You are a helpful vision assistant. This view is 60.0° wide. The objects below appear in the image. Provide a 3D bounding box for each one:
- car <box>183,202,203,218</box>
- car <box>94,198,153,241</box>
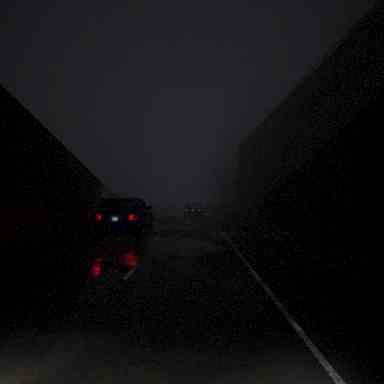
[{"bbox_3d":[0.105,1.693,32.162,2.033,1.411,5.357,0,0,0],"label":"car"},{"bbox_3d":[-3.387,1.300,17.346,2.150,2.045,5.566,0,0,0],"label":"car"}]
